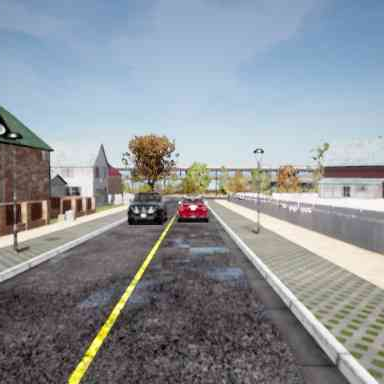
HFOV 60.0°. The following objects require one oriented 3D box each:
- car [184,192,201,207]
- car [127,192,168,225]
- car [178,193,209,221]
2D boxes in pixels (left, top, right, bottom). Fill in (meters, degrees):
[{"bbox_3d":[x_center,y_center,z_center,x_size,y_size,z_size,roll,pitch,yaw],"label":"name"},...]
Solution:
[{"bbox_3d":[0.071,0.948,43.064,2.097,1.767,4.553,0,1,0],"label":"car"},{"bbox_3d":[-2.862,1.002,22.377,2.150,2.045,5.566,0,1,0],"label":"car"},{"bbox_3d":[0.083,1.114,24.473,2.097,1.767,4.553,0,1,0],"label":"car"}]
